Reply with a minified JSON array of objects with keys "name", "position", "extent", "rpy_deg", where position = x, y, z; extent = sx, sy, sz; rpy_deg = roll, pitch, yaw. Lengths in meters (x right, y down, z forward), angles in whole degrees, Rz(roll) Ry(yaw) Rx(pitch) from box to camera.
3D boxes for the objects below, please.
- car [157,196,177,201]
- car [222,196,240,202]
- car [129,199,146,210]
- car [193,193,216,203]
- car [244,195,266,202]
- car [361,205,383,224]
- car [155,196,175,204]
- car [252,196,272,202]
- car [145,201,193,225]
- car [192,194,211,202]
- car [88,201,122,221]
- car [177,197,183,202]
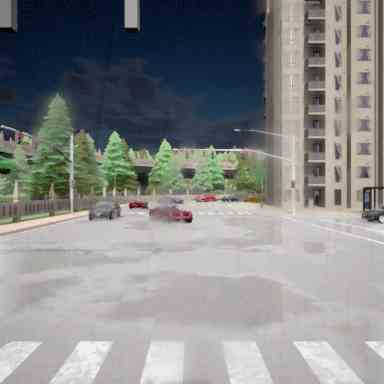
[{"name":"car","position":[-3.492,1.564,45.919],"extent":[1.994,1.385,4.181],"rpy_deg":[0,0,1]},{"name":"car","position":[8.568,1.524,73.545],"extent":[4.674,1.442,1.812],"rpy_deg":[0,0,-42]},{"name":"car","position":[-7.037,1.600,43.816],"extent":[1.895,1.301,4.718],"rpy_deg":[0,0,1]},{"name":"car","position":[3.062,1.224,72.465],"extent":[2.150,2.045,5.566],"rpy_deg":[0,0,34]},{"name":"car","position":[13.580,1.478,73.354],"extent":[5.008,1.535,1.882],"rpy_deg":[0,0,-37]},{"name":"car","position":[15.375,1.560,25.037],"extent":[4.892,1.490,1.837],"rpy_deg":[0,0,0]},{"name":"car","position":[-5.097,1.492,63.420],"extent":[2.128,1.511,4.902],"rpy_deg":[0,0,17]},{"name":"car","position":[16.667,1.552,79.402],"extent":[4.181,1.385,1.994],"rpy_deg":[0,0,-24]},{"name":"car","position":[-1.665,1.613,24.694],"extent":[1.895,1.301,4.718],"rpy_deg":[0,0,-25]},{"name":"car","position":[2.324,1.335,77.120],"extent":[2.097,1.767,4.553],"rpy_deg":[0,0,39]},{"name":"car","position":[-7.090,1.504,27.470],"extent":[1.837,1.490,4.892],"rpy_deg":[0,0,0]},{"name":"car","position":[-2.788,1.561,57.948],"extent":[1.994,1.385,4.181],"rpy_deg":[0,0,9]}]
